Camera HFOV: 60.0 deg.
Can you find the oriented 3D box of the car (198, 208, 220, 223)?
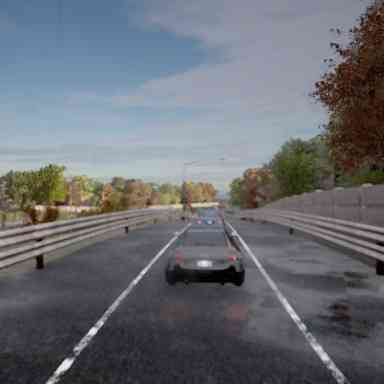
[{"bbox_3d":[1.853,2.419,34.846,2.128,1.511,4.902,0,-3,4],"label":"car"}]

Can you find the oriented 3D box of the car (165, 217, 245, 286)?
[{"bbox_3d":[0.390,1.661,9.706,1.994,1.385,4.181,0,-1,3],"label":"car"}]

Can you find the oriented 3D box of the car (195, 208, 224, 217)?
[{"bbox_3d":[1.162,1.902,21.877,2.033,1.411,5.357,0,-2,3],"label":"car"}]

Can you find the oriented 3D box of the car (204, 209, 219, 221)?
[{"bbox_3d":[2.732,3.161,46.156,1.882,1.535,5.008,0,-4,5],"label":"car"}]
